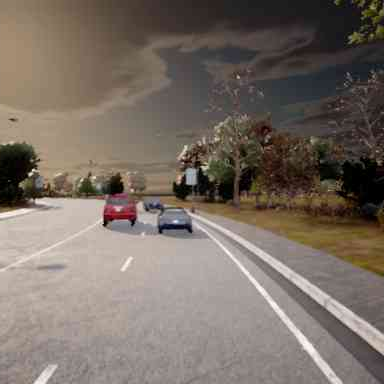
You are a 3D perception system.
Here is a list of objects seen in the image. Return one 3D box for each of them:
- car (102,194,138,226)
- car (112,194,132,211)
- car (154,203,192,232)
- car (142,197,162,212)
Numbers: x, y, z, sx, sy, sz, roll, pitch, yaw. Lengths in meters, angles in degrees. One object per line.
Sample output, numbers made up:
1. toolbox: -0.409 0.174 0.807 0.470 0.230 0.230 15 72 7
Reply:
1. car: -5.140 1.251 24.158 2.150 2.045 5.566 0 0 -8
2. car: -8.909 1.268 42.221 2.150 2.045 5.566 0 0 -15
3. car: -1.126 1.585 20.167 1.994 1.385 4.181 0 0 -6
4. car: -4.741 1.397 39.918 2.097 1.767 4.553 0 0 -14
